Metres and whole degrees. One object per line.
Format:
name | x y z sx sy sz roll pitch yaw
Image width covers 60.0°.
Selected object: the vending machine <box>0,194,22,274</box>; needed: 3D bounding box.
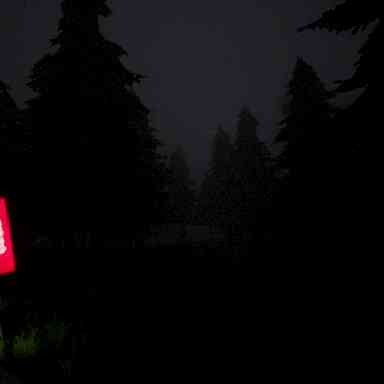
vending machine | -5.548 1.178 9.135 0.880 2.100 1.100 -7 1 45
